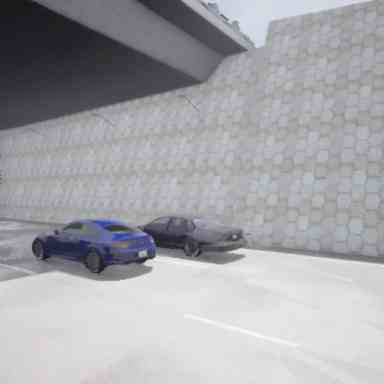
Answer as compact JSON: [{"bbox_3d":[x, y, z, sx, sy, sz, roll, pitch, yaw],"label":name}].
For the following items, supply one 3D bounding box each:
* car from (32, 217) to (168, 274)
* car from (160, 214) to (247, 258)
[{"bbox_3d":[-3.221,1.550,10.654,4.674,1.442,1.812,0,0,36],"label":"car"},{"bbox_3d":[-0.547,1.591,13.029,5.357,1.411,2.033,0,0,37],"label":"car"}]
